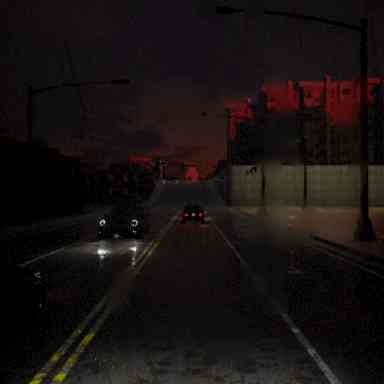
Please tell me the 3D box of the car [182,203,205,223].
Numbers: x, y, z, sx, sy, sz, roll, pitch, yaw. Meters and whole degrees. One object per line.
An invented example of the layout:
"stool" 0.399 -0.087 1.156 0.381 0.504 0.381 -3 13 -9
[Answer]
"car" 0.104 1.816 27.906 2.033 1.411 5.357 0 -1 0

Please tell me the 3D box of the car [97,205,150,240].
"car" -3.585 1.527 18.096 2.097 1.767 4.553 0 -1 0

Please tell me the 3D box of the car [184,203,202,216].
"car" 0.105 1.968 38.258 1.895 1.301 4.718 0 -1 0

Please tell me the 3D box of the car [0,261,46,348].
"car" -3.590 1.606 4.242 1.994 1.385 4.181 0 -1 0
